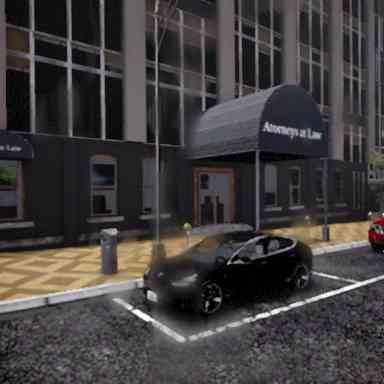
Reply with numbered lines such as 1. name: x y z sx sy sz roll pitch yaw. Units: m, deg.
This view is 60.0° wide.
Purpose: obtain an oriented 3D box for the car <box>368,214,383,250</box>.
1. car: 9.289 1.410 13.734 5.009 1.841 2.192 0 -1 -37

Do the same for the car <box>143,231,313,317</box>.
1. car: 0.997 1.598 7.552 4.313 1.339 1.947 0 -1 -37
